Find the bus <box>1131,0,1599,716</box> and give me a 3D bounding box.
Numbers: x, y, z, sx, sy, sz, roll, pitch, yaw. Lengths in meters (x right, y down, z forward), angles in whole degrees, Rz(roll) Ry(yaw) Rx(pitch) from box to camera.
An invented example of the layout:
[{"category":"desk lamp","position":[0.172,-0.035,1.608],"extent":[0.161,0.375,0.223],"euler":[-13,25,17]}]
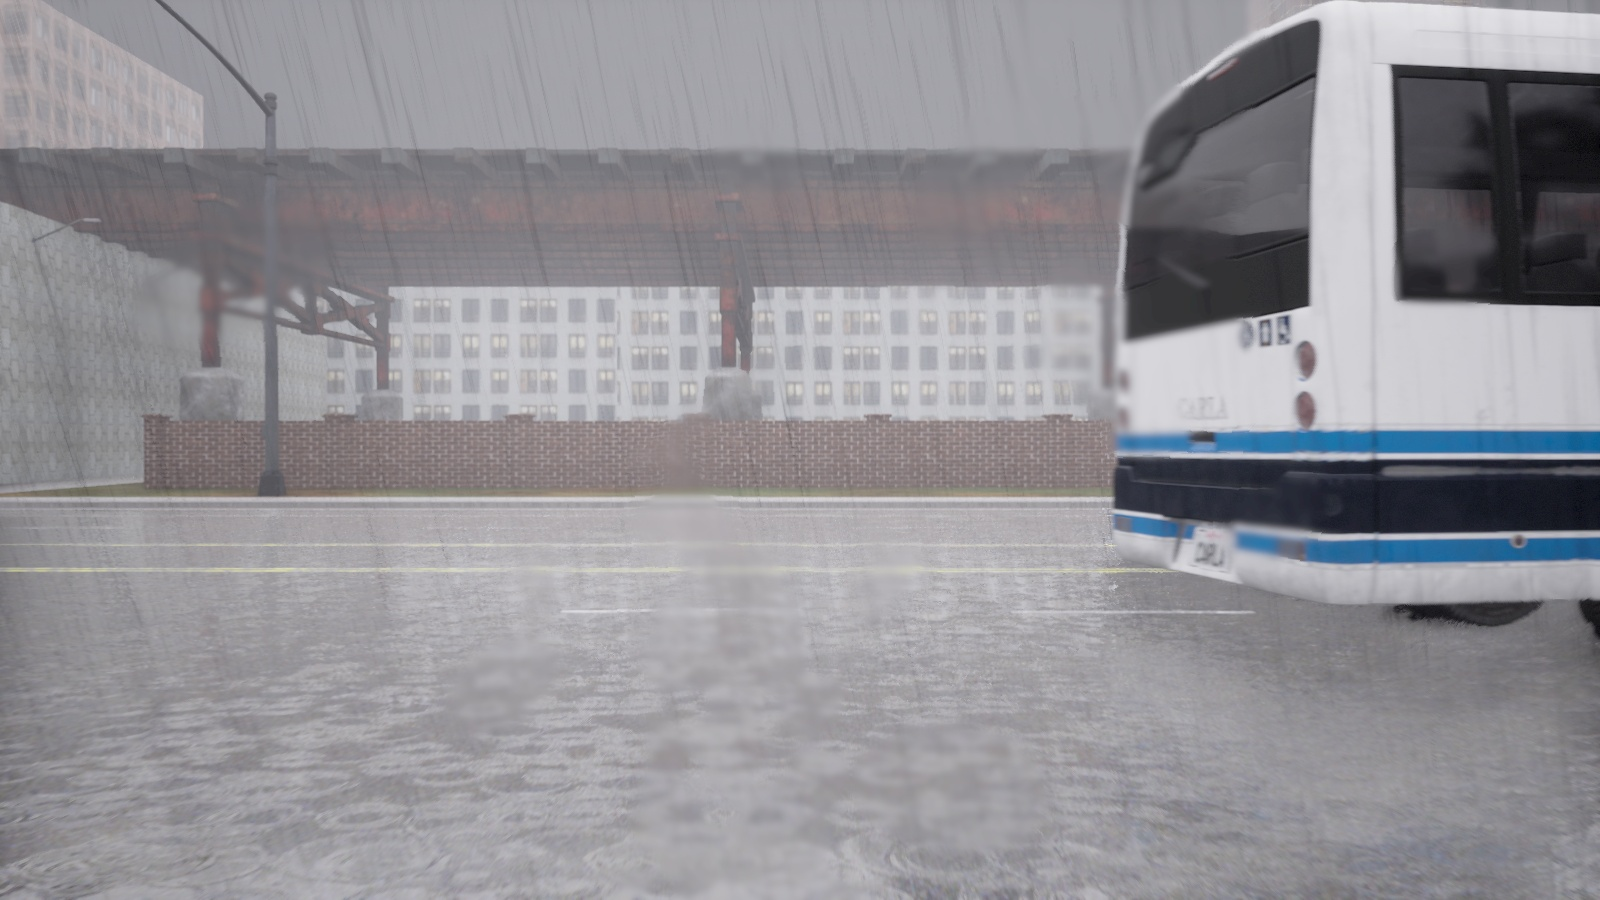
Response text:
[{"category":"bus","position":[8.188,-0.693,9.465],"extent":[10.273,4.253,3.944],"euler":[0,0,-8]}]
